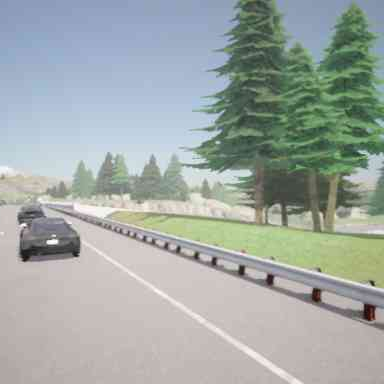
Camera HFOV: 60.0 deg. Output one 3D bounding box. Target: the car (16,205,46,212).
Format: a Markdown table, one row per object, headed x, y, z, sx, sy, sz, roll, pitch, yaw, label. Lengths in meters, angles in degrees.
| x | y | z | sx | sy | sz | roll | pitch | yaw | label |
| --- | --- | --- | --- | --- | --- | --- | --- | --- | --- |
| -12.741 | 1.776 | 26.365 | 1.837 | 1.490 | 4.892 | 0 | 0 | -28 | car |

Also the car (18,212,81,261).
| x | y | z | sx | sy | sz | roll | pitch | yaw | label |
| --- | --- | --- | --- | --- | --- | --- | --- | --- | --- |
| -5.690 | 1.692 | 13.149 | 1.994 | 1.385 | 4.181 | 0 | 0 | -28 | car |
